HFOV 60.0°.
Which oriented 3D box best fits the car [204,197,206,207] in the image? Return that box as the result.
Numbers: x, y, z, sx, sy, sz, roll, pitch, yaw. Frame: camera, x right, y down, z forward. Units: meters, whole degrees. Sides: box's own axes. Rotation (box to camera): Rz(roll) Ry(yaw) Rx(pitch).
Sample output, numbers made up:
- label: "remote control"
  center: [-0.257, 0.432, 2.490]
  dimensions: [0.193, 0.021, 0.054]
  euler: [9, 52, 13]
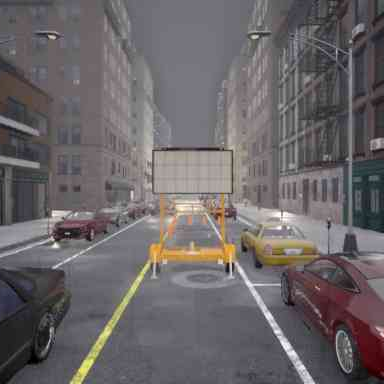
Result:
- label: "car"
  center: [2.718, 1.540, 39.277]
  dimensions: [1.887, 1.381, 4.507]
  euler: [0, 0, 0]

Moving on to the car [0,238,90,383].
- label: "car"
  center: [-2.843, 1.547, 3.101]
  dimensions: [2.033, 1.411, 5.357]
  euler: [0, 0, 0]

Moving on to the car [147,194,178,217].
- label: "car"
  center: [-2.686, 1.348, 31.510]
  dimensions: [2.097, 1.767, 4.553]
  euler: [0, 0, 0]

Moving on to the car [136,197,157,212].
- label: "car"
  center: [-5.307, 1.435, 39.293]
  dimensions: [1.967, 1.590, 4.097]
  euler: [0, 0, 0]

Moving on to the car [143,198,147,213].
- label: "car"
  center: [-5.319, 1.562, 33.611]
  dimensions: [1.947, 1.339, 4.313]
  euler: [0, 0, 0]

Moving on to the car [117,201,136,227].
- label: "car"
  center: [-5.342, 1.549, 22.246]
  dimensions: [2.008, 1.369, 4.403]
  euler: [0, 0, 0]

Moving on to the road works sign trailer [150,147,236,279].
- label: "road works sign trailer"
  center: [0.021, 0.464, 10.058]
  dimensions: [2.380, 3.560, 2.880]
  euler: [0, 0, 0]

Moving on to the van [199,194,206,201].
- label: "van"
  center: [2.874, 1.324, 88.705]
  dimensions: [1.690, 1.788, 3.998]
  euler: [0, 0, 0]

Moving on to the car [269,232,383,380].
- label: "car"
  center: [2.648, 1.582, 5.183]
  dimensions: [1.802, 1.307, 4.206]
  euler: [0, 0, 0]

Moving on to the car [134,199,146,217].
- label: "car"
  center: [-5.331, 1.542, 27.929]
  dimensions: [1.887, 1.381, 4.507]
  euler: [0, 0, 0]

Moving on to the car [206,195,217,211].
- label: "car"
  center: [2.706, 1.436, 33.595]
  dimensions: [1.967, 1.590, 4.097]
  euler: [0, 0, 0]

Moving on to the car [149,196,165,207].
- label: "car"
  center: [-5.284, 1.433, 50.658]
  dimensions: [1.967, 1.590, 4.097]
  euler: [0, 0, 0]

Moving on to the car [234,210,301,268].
- label: "car"
  center: [2.660, 1.525, 11.036]
  dimensions: [1.752, 1.417, 4.829]
  euler: [0, 0, 0]

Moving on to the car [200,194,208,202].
- label: "car"
  center: [2.741, 1.308, 50.642]
  dimensions: [2.192, 1.841, 5.009]
  euler: [0, 0, 0]

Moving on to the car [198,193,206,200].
- label: "car"
  center: [2.880, 1.296, 94.209]
  dimensions: [2.192, 1.841, 5.009]
  euler: [0, 0, 0]

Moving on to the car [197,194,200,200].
- label: "car"
  center: [2.860, 1.301, 77.698]
  dimensions: [2.192, 1.841, 5.009]
  euler: [0, 0, 0]

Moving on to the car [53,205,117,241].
- label: "car"
  center: [-5.354, 1.543, 16.564]
  dimensions: [1.887, 1.381, 4.507]
  euler: [0, 0, 0]

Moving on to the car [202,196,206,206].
- label: "car"
  center: [2.729, 1.545, 44.960]
  dimensions: [2.008, 1.369, 4.403]
  euler: [0, 0, 0]

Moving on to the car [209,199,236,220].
- label: "car"
  center: [2.694, 1.542, 27.913]
  dimensions: [1.887, 1.381, 4.507]
  euler: [0, 0, 0]
